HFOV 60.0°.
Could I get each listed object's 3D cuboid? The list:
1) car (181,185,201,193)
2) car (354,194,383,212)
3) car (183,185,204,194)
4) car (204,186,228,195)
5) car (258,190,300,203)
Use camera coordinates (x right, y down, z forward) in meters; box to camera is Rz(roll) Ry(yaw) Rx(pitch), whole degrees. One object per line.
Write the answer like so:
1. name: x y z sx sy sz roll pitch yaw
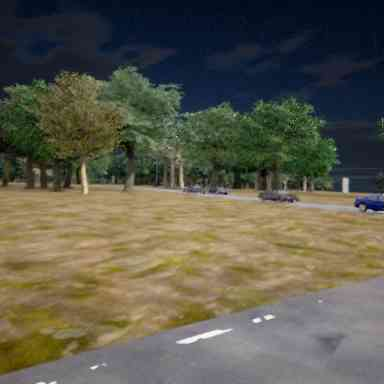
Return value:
1. car: -0.230 -0.662 63.921 1.994 1.385 4.181 2 2 -27
2. car: 15.376 0.926 26.199 1.882 1.535 5.008 2 2 -27
3. car: 0.599 -0.411 55.596 2.033 1.411 5.357 2 2 -26
4. car: 4.251 -0.234 55.183 1.994 1.385 4.181 2 2 -27
5. car: 9.666 0.454 37.474 2.033 1.411 5.357 2 2 -27
